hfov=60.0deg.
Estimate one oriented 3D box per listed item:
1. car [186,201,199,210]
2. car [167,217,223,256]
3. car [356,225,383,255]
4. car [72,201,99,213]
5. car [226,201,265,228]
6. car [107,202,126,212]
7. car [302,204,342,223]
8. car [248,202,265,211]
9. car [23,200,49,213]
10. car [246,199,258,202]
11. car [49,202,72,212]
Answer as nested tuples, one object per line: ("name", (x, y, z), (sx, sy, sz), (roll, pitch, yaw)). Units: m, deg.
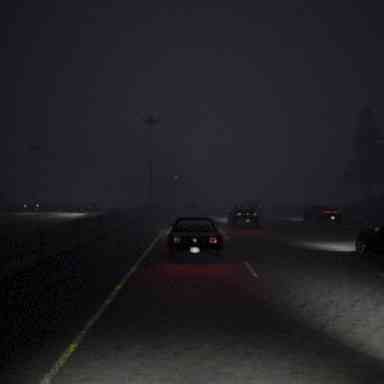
("car", (0.096, 2.285, 55.688), (1.812, 1.442, 4.674), (0, -2, 0))
("car", (0.100, 1.670, 13.392), (1.895, 1.301, 4.718), (0, 0, 0))
("car", (7.100, 1.575, 10.629), (1.812, 1.442, 4.674), (0, 0, 0))
("car", (-14.033, 2.014, 45.301), (2.128, 1.511, 4.902), (0, -1, 1))
("car", (3.599, 1.667, 23.856), (2.128, 1.511, 4.902), (0, -1, 0))
("car", (-10.518, 2.075, 46.601), (1.812, 1.442, 4.674), (0, -1, 0))
("car", (10.599, 1.723, 27.472), (1.837, 1.490, 4.892), (0, -1, 0))
("car", (10.596, 2.337, 54.662), (1.895, 1.301, 4.718), (0, -1, 0))
("car", (-21.032, 1.874, 45.421), (2.097, 1.767, 4.553), (0, -1, 1))
("car", (7.098, 1.778, 40.417), (2.097, 1.767, 4.553), (0, -1, 0))
("car", (-17.516, 2.098, 46.668), (2.033, 1.411, 5.357), (0, -1, 0))
